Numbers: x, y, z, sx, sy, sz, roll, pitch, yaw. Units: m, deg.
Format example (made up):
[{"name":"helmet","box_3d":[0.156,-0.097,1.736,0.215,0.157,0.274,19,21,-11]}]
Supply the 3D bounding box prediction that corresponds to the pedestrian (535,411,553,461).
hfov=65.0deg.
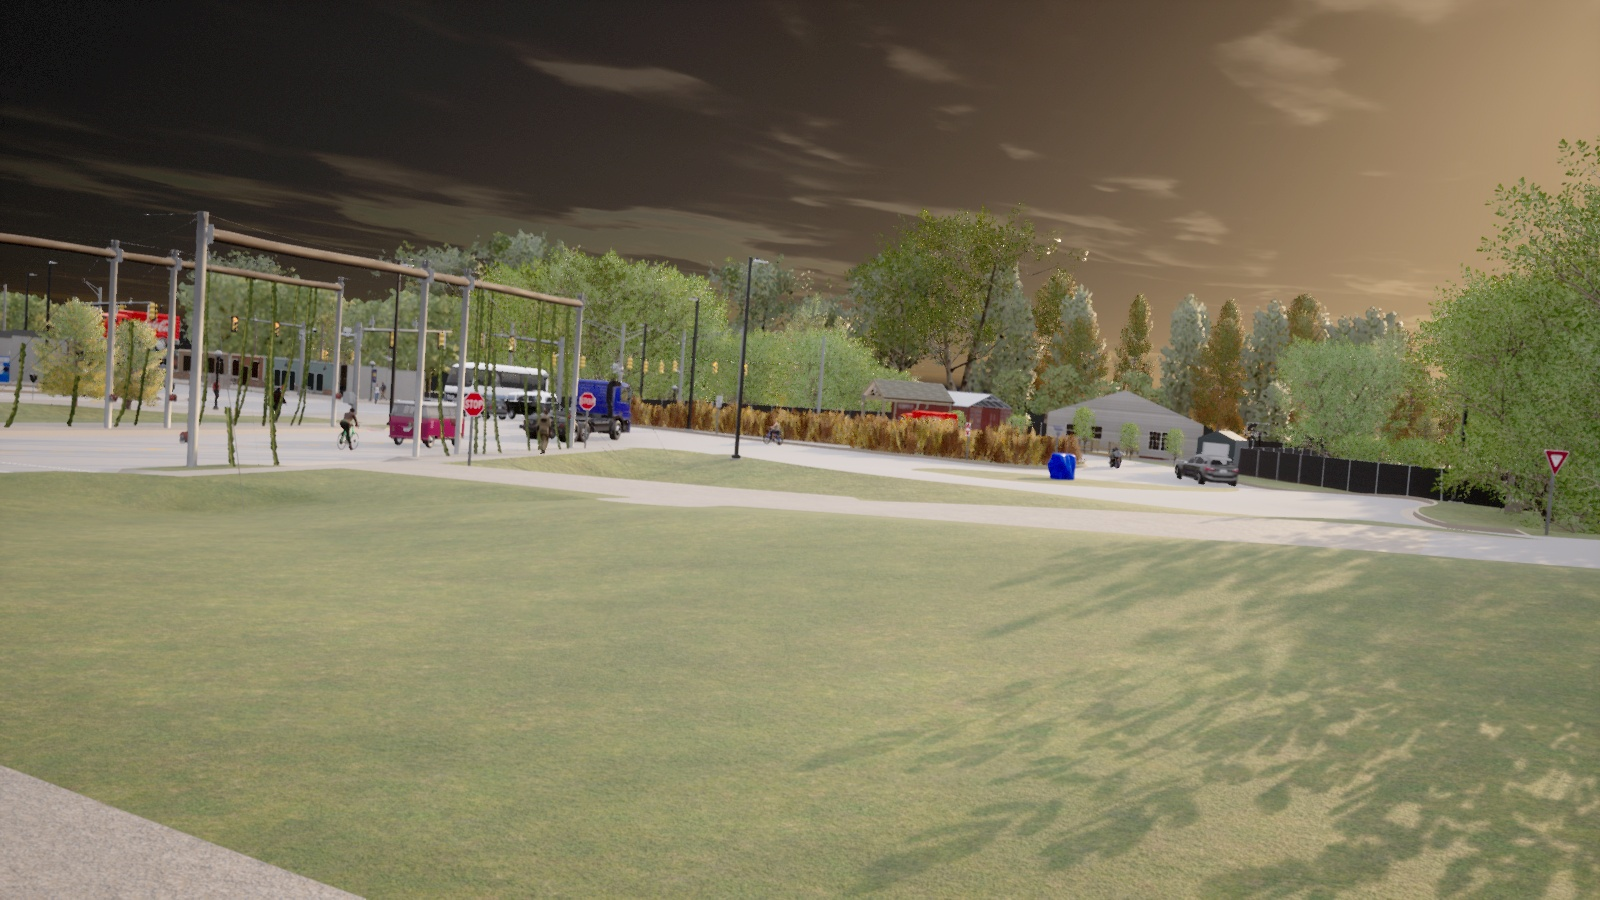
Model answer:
[{"name":"pedestrian","box_3d":[-10.245,-0.564,50.262,0.396,1.930,0.692,4,4,11]}]

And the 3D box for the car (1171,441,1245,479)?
[{"name":"car","box_3d":[23.447,0.559,72.424,2.242,1.667,4.611,2,5,-7]}]

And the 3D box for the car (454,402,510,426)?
[{"name":"car","box_3d":[-22.150,-2.529,87.403,3.705,1.549,1.789,4,3,35]}]

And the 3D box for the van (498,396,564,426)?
[{"name":"van","box_3d":[-19.260,-2.797,89.857,4.480,2.038,2.069,3,3,36]}]

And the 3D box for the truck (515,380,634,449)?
[{"name":"truck","box_3d":[-12.519,-2.081,70.624,2.891,3.462,7.936,5,4,19]}]

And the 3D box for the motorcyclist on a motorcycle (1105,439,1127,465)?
[{"name":"motorcyclist on a motorcycle","box_3d":[20.471,0.133,81.362,0.866,1.530,2.191,3,3,1]}]

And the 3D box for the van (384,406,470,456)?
[{"name":"van","box_3d":[-16.405,-0.871,55.463,1.775,1.987,4.442,4,2,10]}]
